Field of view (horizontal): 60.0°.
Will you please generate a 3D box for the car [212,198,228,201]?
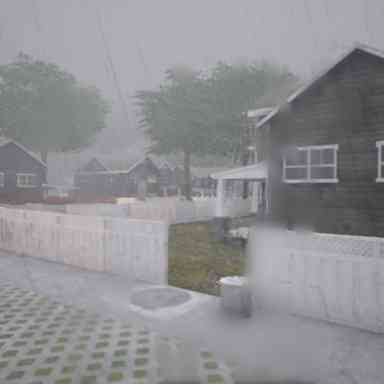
[{"bbox_3d":[3.822,1.598,46.431,2.128,1.511,4.902,0,0,36],"label":"car"}]
